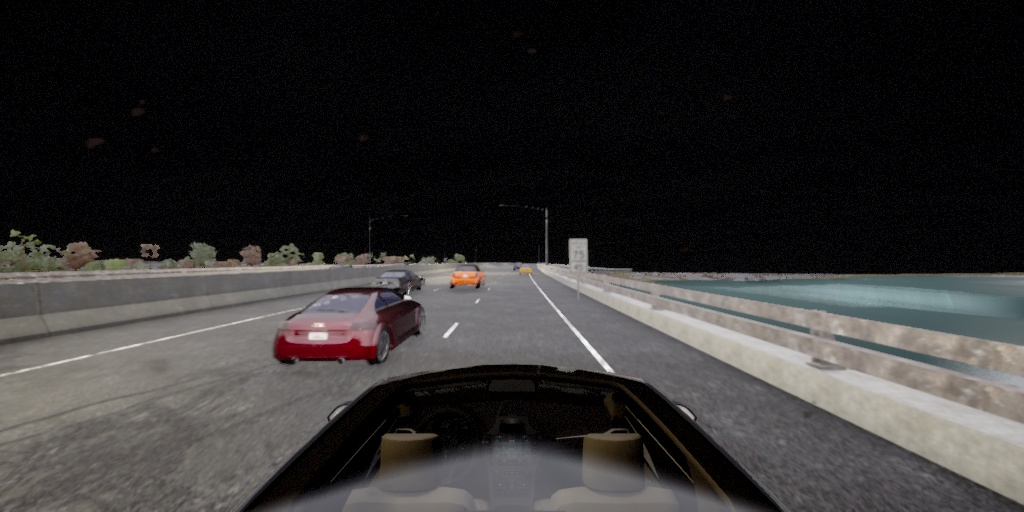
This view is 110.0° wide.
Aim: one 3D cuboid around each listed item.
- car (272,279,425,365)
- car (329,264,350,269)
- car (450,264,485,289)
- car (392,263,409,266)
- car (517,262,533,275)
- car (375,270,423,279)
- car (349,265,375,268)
[{"bbox_3d":[-3.380,1.393,8.276,1.994,1.385,4.181,0,-1,0],"label":"car"},{"bbox_3d":[-23.869,1.859,50.272,2.128,1.511,4.902,0,-1,2],"label":"car"},{"bbox_3d":[-3.205,1.412,26.772,2.097,1.767,4.553,0,-1,1],"label":"car"},{"bbox_3d":[-16.769,1.765,53.584,2.097,1.767,4.553,0,-1,2],"label":"car"},{"bbox_3d":[1.903,1.818,49.671,1.801,1.575,5.366,0,-1,2],"label":"car"},{"bbox_3d":[-6.777,1.543,21.738,2.033,1.411,5.357,0,-1,1],"label":"car"},{"bbox_3d":[-20.371,1.967,50.206,1.895,1.301,4.718,0,-1,2],"label":"car"}]
